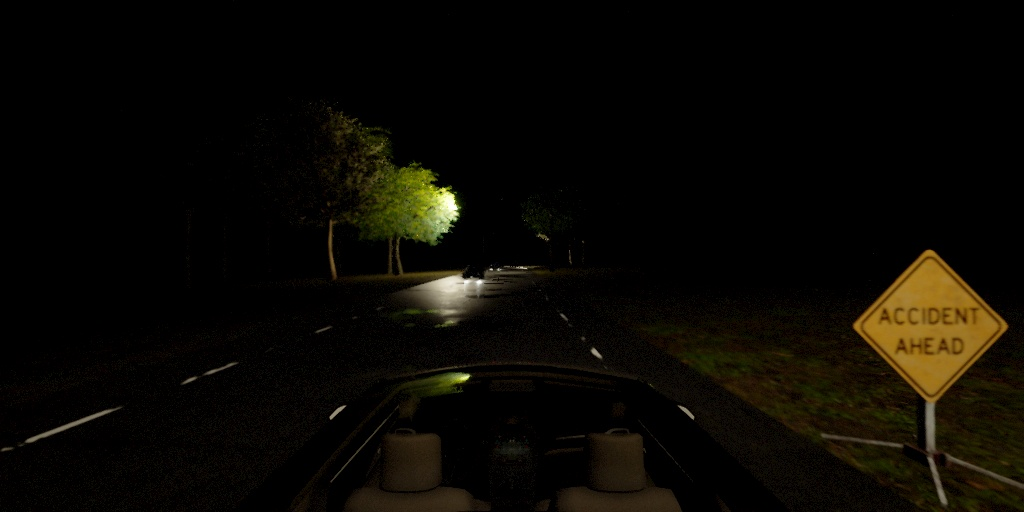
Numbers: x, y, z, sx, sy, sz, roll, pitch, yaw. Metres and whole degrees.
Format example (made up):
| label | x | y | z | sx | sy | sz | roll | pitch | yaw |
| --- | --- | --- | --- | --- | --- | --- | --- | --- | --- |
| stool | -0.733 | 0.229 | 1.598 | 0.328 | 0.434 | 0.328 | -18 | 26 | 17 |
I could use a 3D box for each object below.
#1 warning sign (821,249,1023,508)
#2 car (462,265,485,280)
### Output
| label | x | y | z | sx | sy | sz | roll | pitch | yaw |
| --- | --- | --- | --- | --- | --- | --- | --- | --- | --- |
| warning sign | 3.551 | 0.874 | 3.076 | 1.300 | 1.860 | 1.060 | 0 | 0 | 0 |
| car | -3.593 | 1.525 | 34.502 | 2.033 | 1.411 | 5.357 | 0 | -1 | 0 |
